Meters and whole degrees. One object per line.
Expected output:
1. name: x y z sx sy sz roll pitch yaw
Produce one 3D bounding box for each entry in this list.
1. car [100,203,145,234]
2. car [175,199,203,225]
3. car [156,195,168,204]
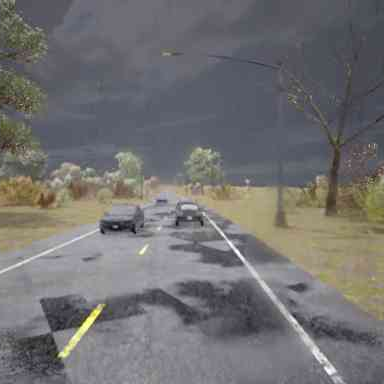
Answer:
1. car: -3.809 1.422 18.853 1.882 1.535 5.008 0 0 -1
2. car: -0.193 1.453 23.129 1.812 1.442 4.674 0 0 -1
3. car: -5.379 1.260 59.224 1.882 1.535 5.008 0 0 -3
